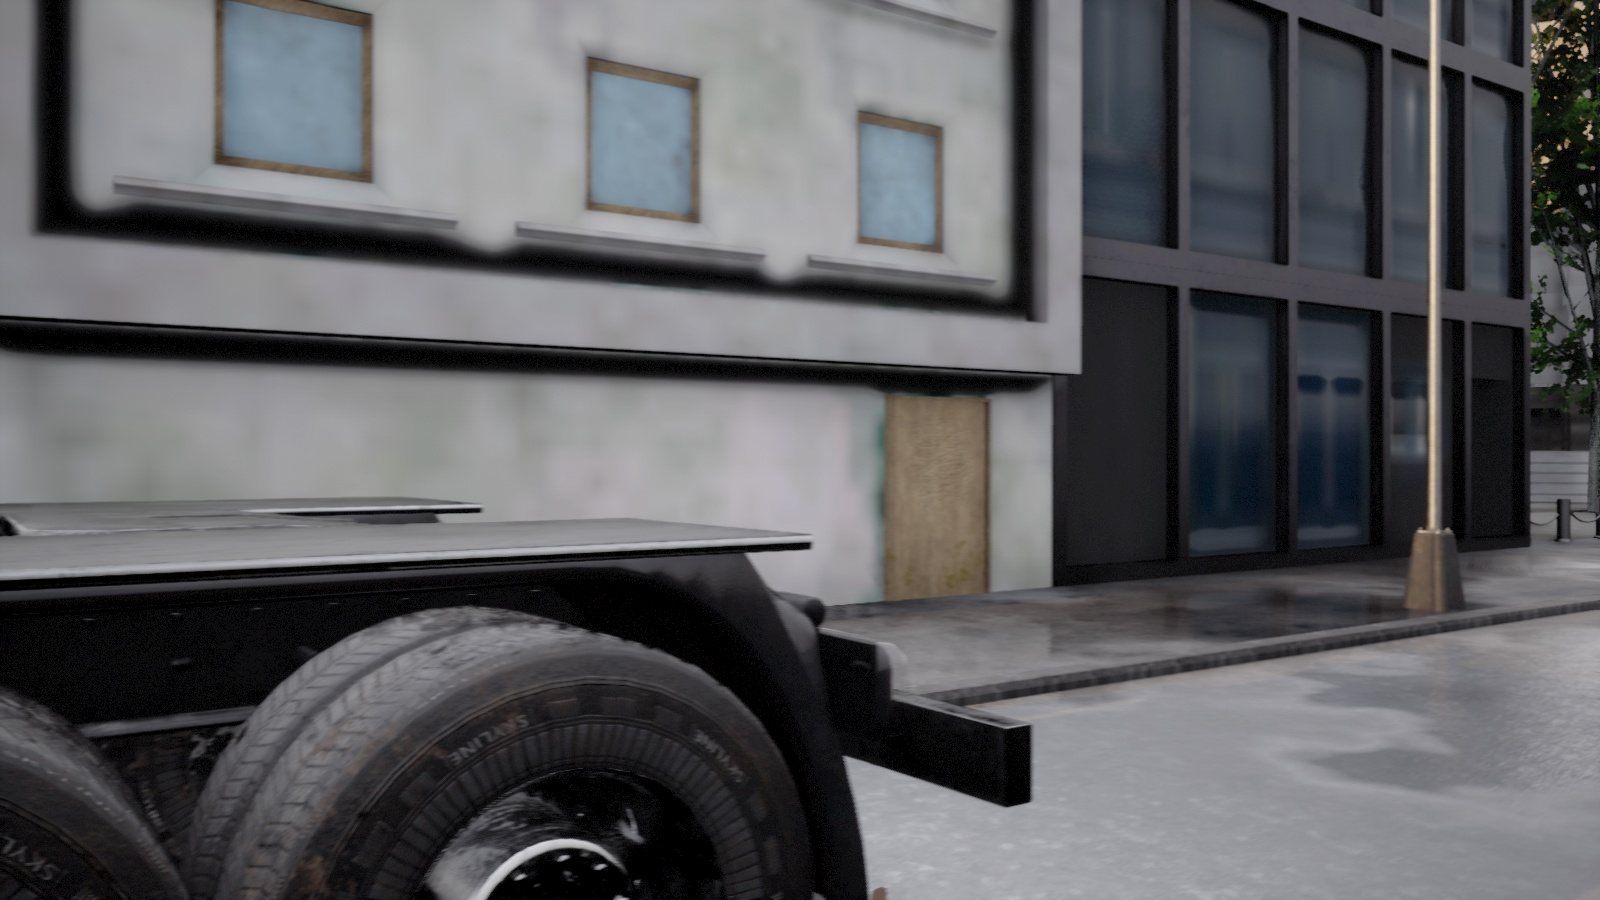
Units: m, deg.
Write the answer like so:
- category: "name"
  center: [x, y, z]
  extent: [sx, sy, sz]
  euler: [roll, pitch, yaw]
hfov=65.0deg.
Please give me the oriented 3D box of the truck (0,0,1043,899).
- category: "truck"
  center: [-3.524, -0.225, 1.822]
  extent: [7.936, 3.462, 2.891]
  euler: [0, 0, -35]
